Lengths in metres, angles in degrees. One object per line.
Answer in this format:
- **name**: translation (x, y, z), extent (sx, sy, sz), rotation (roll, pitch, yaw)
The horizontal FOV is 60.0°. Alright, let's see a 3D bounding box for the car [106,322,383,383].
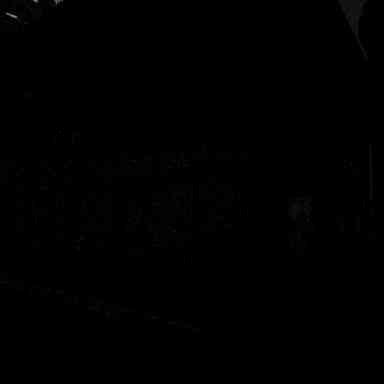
- **car**: translation (1.144, 1.584, 2.067), extent (4.206, 1.307, 1.802), rotation (-1, -1, 35)
